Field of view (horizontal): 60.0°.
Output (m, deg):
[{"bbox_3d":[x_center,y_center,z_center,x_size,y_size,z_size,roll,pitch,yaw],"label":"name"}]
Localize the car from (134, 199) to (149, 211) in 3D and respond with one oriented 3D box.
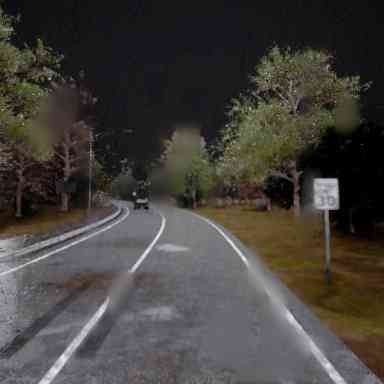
[{"bbox_3d":[-6.616,1.621,43.273,2.033,1.411,5.357,1,0,-12],"label":"car"}]
